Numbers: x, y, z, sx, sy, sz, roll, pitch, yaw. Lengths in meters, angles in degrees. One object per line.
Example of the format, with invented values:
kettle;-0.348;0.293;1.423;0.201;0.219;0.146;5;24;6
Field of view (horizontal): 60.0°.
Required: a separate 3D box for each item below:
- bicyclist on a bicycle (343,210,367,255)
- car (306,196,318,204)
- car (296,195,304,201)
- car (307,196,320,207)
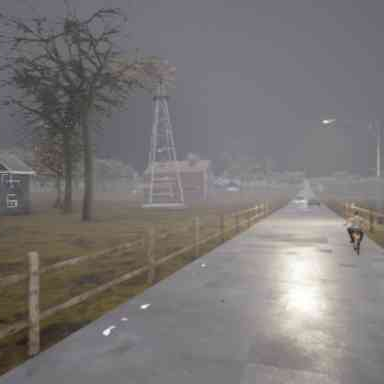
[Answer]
bicyclist on a bicycle;6.155;1.476;12.511;0.866;1.612;1.509;-1;-1;19
car;25.051;1.569;69.481;2.128;1.511;4.902;-1;0;19
car;27.684;1.516;85.527;1.895;1.301;4.718;-1;0;19
car;19.857;1.611;54.140;2.128;1.511;4.902;-1;0;19
